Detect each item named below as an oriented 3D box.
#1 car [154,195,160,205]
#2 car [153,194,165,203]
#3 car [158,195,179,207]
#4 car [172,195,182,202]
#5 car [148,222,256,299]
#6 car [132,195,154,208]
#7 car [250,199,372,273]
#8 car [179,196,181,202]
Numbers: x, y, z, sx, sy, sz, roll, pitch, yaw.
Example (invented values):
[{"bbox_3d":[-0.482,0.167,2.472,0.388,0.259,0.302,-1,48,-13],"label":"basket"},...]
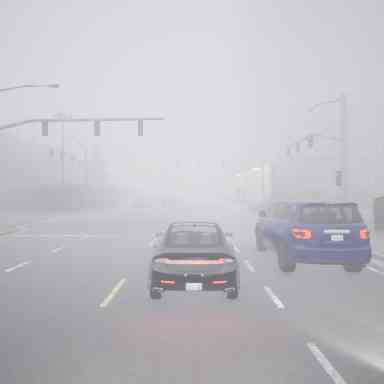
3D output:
[{"bbox_3d":[-7.106,1.352,57.060,2.097,1.767,4.553,0,0,0],"label":"car"},{"bbox_3d":[-7.029,1.355,71.090,2.097,1.767,4.553,0,0,0],"label":"car"},{"bbox_3d":[-3.608,1.547,51.909,2.033,1.411,5.357,0,0,0],"label":"car"},{"bbox_3d":[-3.532,1.540,77.321,2.033,1.411,5.357,0,0,0],"label":"car"},{"bbox_3d":[0.053,1.492,8.417,2.128,1.511,4.902,0,0,0],"label":"car"},{"bbox_3d":[-7.165,1.352,47.291,2.097,1.767,4.553,0,0,2],"label":"car"},{"bbox_3d":[3.567,1.221,10.862,2.150,2.045,5.566,0,0,0],"label":"car"},{"bbox_3d":[-3.584,1.505,63.399,1.837,1.490,4.892,0,0,0],"label":"car"}]
